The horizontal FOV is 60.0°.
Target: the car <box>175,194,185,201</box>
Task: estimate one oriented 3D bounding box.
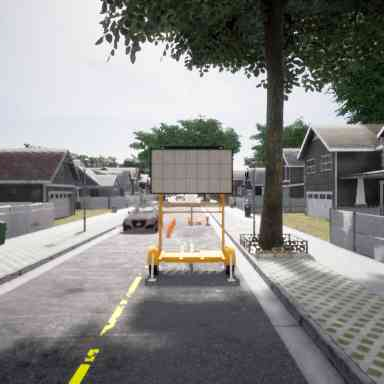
[{"bbox_3d":[-2.857,1.128,80.994,2.150,2.045,5.566,0,0,0],"label":"car"}]

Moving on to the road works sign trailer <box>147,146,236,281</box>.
[{"bbox_3d":[-0.007,0.462,9.785,2.380,3.560,2.880,0,0,0],"label":"road works sign trailer"}]

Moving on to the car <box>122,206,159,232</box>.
[{"bbox_3d":[-2.878,1.554,19.972,1.994,1.385,4.181,0,0,0],"label":"car"}]
